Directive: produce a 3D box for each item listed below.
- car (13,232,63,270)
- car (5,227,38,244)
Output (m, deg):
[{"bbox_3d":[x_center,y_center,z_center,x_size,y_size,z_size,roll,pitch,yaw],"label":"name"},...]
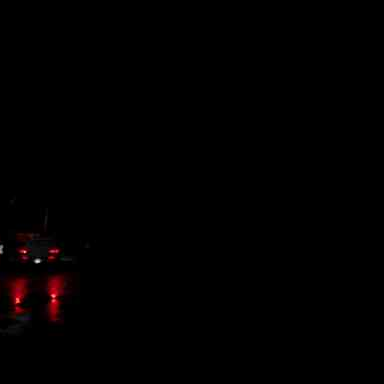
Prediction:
[{"bbox_3d":[-7.373,2.886,16.176,1.812,1.442,4.674,4,-7,-22],"label":"car"},{"bbox_3d":[-15.658,3.988,30.730,2.097,1.767,4.553,4,-6,-43],"label":"car"}]
